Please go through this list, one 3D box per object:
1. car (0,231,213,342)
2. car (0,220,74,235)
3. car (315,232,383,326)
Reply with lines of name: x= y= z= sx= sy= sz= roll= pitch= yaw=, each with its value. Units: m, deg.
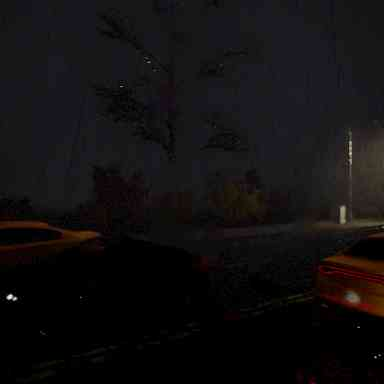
car: x=-1.632 y=1.590 z=6.534 sx=4.181 sy=1.385 sz=1.994 roll=1 pitch=0 yaw=-36
car: x=-4.731 y=1.490 z=8.309 sx=5.008 sy=1.535 sz=1.882 roll=1 pitch=0 yaw=-36
car: x=4.573 y=1.555 z=6.752 sx=5.008 sy=1.535 sz=1.882 roll=0 pitch=0 yaw=-36
